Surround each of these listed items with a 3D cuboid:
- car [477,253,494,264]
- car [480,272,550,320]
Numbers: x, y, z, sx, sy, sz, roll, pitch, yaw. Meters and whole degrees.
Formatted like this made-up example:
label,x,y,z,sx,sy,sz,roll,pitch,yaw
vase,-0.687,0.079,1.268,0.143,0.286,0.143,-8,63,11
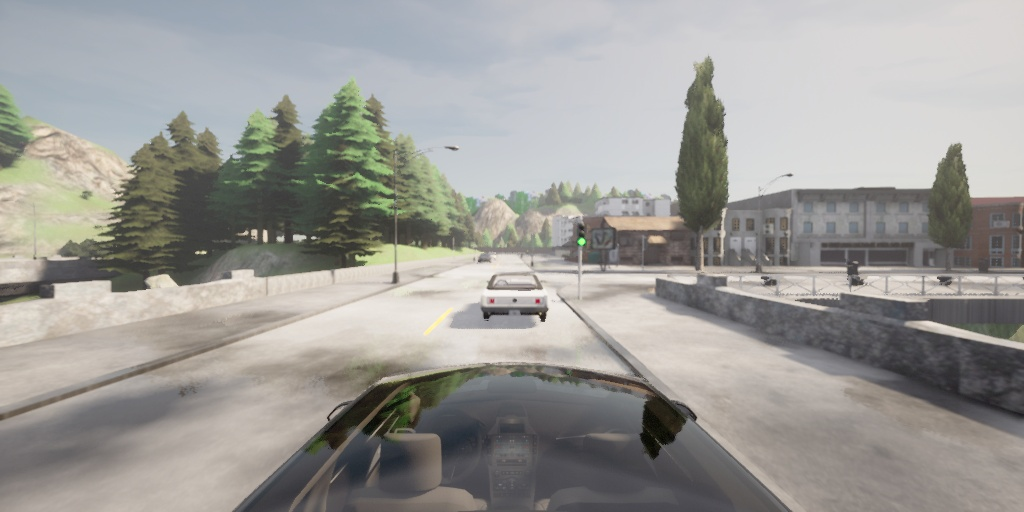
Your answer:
label,x,y,z,sx,sy,sz,roll,pitch,yaw
car,-4.074,0.349,53.572,1.837,1.490,4.892,0,1,0
car,0.084,1.176,11.686,1.895,1.301,4.718,0,1,0
